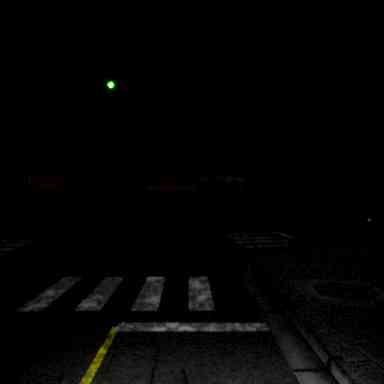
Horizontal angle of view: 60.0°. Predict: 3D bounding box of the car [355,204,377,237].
[{"bbox_3d":[10.033,1.269,15.304,4.553,1.767,2.097,0,0,-10],"label":"car"}]
